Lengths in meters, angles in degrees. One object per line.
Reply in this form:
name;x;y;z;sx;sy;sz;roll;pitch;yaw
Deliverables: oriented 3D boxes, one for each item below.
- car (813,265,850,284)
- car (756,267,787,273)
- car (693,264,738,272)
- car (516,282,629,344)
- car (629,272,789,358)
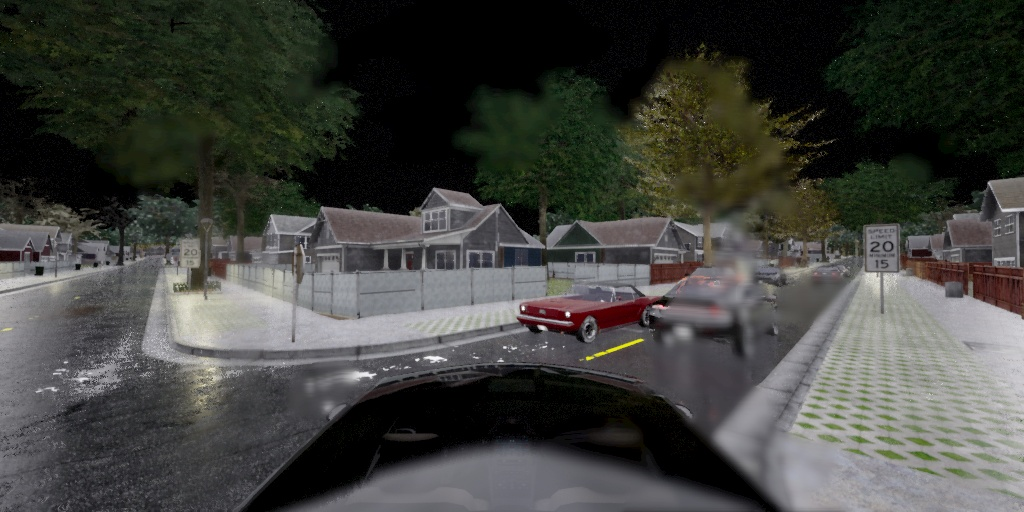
car;27.087;1.567;30.593;5.357;1.411;2.033;0;-1;-44
car;19.577;1.552;27.193;5.357;1.411;2.033;0;-1;-45
car;9.678;1.258;17.359;4.553;1.767;2.097;1;-1;-45
car;2.342;1.430;10.126;4.718;1.301;1.895;1;-1;-43
car;5.088;1.301;8.768;4.902;1.511;2.128;1;-1;-45
